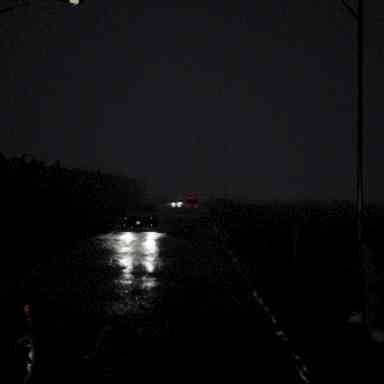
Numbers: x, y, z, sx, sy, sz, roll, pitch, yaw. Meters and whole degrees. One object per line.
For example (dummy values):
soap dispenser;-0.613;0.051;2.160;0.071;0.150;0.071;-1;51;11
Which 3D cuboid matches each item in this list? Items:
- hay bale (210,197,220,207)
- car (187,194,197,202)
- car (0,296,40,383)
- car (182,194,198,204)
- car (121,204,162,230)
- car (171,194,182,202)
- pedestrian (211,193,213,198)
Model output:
hay bale;3.107;1.363;45.629;1.220;1.180;1.240;0;1;0
car;-0.032;1.150;67.967;2.033;1.411;5.357;0;0;0
car;-2.819;1.547;2.256;1.994;1.385;4.181;0;0;1
car;-0.027;1.161;53.016;2.128;1.511;4.902;0;0;0
car;-2.860;1.426;19.597;1.994;1.385;4.181;0;0;0
car;-2.811;1.118;61.850;2.128;1.511;4.902;0;0;1
pedestrian;2.801;1.004;46.724;0.375;1.860;0.375;0;1;-2
